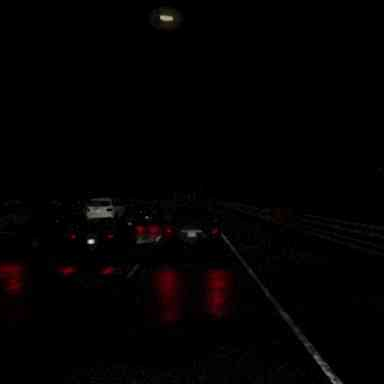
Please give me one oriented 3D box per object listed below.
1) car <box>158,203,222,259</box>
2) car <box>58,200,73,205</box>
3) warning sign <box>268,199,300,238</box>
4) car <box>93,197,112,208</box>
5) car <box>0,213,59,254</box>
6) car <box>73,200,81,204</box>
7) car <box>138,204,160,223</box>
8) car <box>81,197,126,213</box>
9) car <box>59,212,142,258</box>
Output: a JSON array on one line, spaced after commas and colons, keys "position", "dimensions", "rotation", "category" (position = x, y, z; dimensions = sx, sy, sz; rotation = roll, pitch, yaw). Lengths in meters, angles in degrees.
[{"position": [0.013, 1.498, 13.404], "dimensions": [2.097, 1.767, 4.553], "rotation": [0, -1, 0], "category": "car"}, {"position": [-24.546, 2.245, 65.233], "dimensions": [1.882, 1.535, 5.008], "rotation": [0, -1, 0], "category": "car"}, {"position": [4.538, 1.296, 16.520], "dimensions": [1.300, 1.860, 1.060], "rotation": [0, -1, 0], "category": "warning sign"}, {"position": [-17.548, 1.991, 65.404], "dimensions": [2.150, 2.045, 5.566], "rotation": [0, 0, 0], "category": "car"}, {"position": [-6.982, 1.632, 14.211], "dimensions": [1.882, 1.535, 5.008], "rotation": [0, 0, 0], "category": "car"}, {"position": [-21.046, 2.124, 65.311], "dimensions": [2.097, 1.767, 4.553], "rotation": [0, -1, 0], "category": "car"}, {"position": [-3.497, 1.802, 28.479], "dimensions": [2.128, 1.511, 4.902], "rotation": [0, 0, 0], "category": "car"}, {"position": [-7.008, 1.524, 27.571], "dimensions": [2.150, 2.045, 5.566], "rotation": [0, 0, 0], "category": "car"}, {"position": [-3.483, 1.712, 13.538], "dimensions": [1.994, 1.385, 4.181], "rotation": [0, -1, 0], "category": "car"}]
